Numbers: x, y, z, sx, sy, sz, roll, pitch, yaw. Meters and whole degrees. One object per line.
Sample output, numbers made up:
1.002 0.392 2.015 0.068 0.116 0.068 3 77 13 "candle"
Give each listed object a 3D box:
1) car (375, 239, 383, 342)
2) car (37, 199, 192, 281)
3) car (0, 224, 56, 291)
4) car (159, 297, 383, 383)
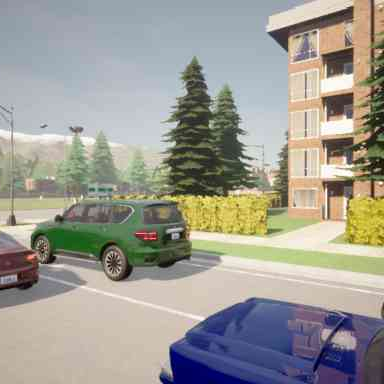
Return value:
5.073 1.564 4.678 4.181 1.385 1.994 0 0 35 "car"
-2.599 1.221 10.083 5.566 2.045 2.150 0 0 36 "car"
-5.403 1.526 7.790 4.674 1.442 1.812 0 0 36 "car"
2.036 1.601 2.543 4.718 1.301 1.895 0 0 35 "car"
